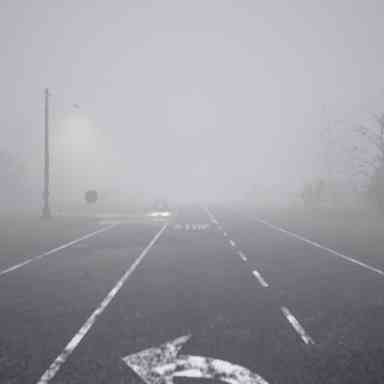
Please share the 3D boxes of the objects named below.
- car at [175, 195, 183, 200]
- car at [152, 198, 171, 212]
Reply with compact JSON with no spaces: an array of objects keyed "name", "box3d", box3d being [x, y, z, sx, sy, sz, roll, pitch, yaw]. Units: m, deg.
[{"name":"car","box3d":[-3.392,1.379,86.719,1.994,1.385,4.181,0,0,0]},{"name":"car","box3d":[-3.430,1.451,38.190,2.128,1.511,4.902,0,0,0]}]
